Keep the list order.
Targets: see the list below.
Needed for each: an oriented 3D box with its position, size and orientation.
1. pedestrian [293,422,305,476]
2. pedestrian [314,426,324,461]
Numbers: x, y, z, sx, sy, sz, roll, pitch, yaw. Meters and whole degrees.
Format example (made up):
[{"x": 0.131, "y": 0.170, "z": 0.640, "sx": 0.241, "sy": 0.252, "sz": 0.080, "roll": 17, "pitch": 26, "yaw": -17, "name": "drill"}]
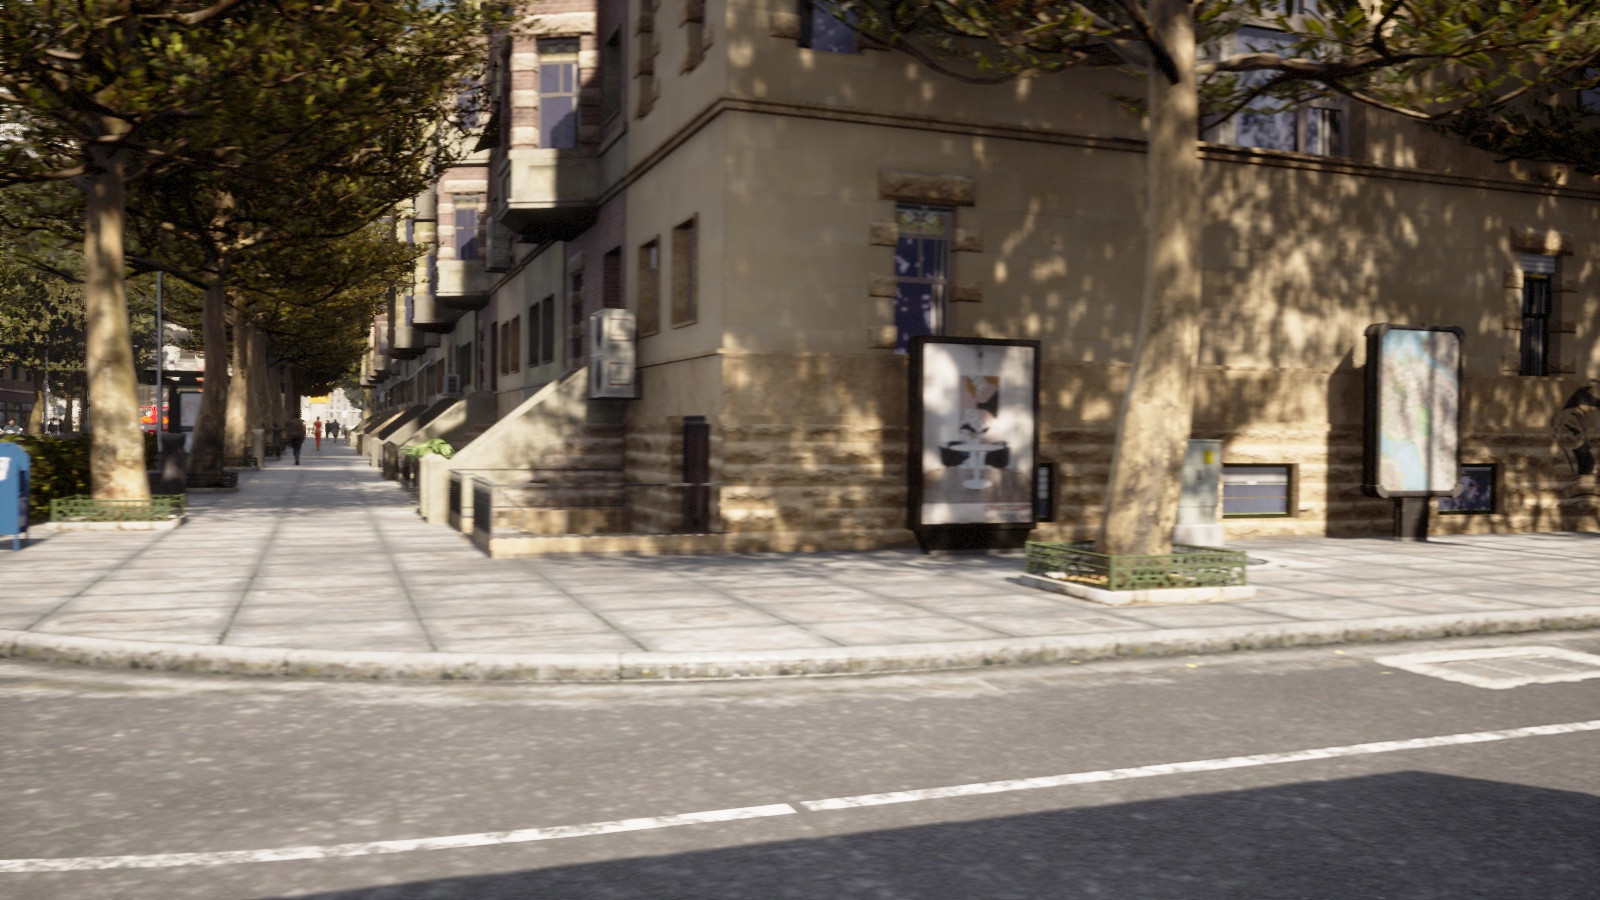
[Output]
[{"x": -16.941, "y": -0.053, "z": 42.466, "sx": 0.328, "sy": 1.805, "sz": 0.869, "roll": -1, "pitch": 1, "yaw": -20, "name": "pedestrian"}, {"x": -25.451, "y": -0.352, "z": 66.497, "sx": 0.345, "sy": 1.836, "sz": 0.594, "roll": -1, "pitch": 1, "yaw": -8, "name": "pedestrian"}]
